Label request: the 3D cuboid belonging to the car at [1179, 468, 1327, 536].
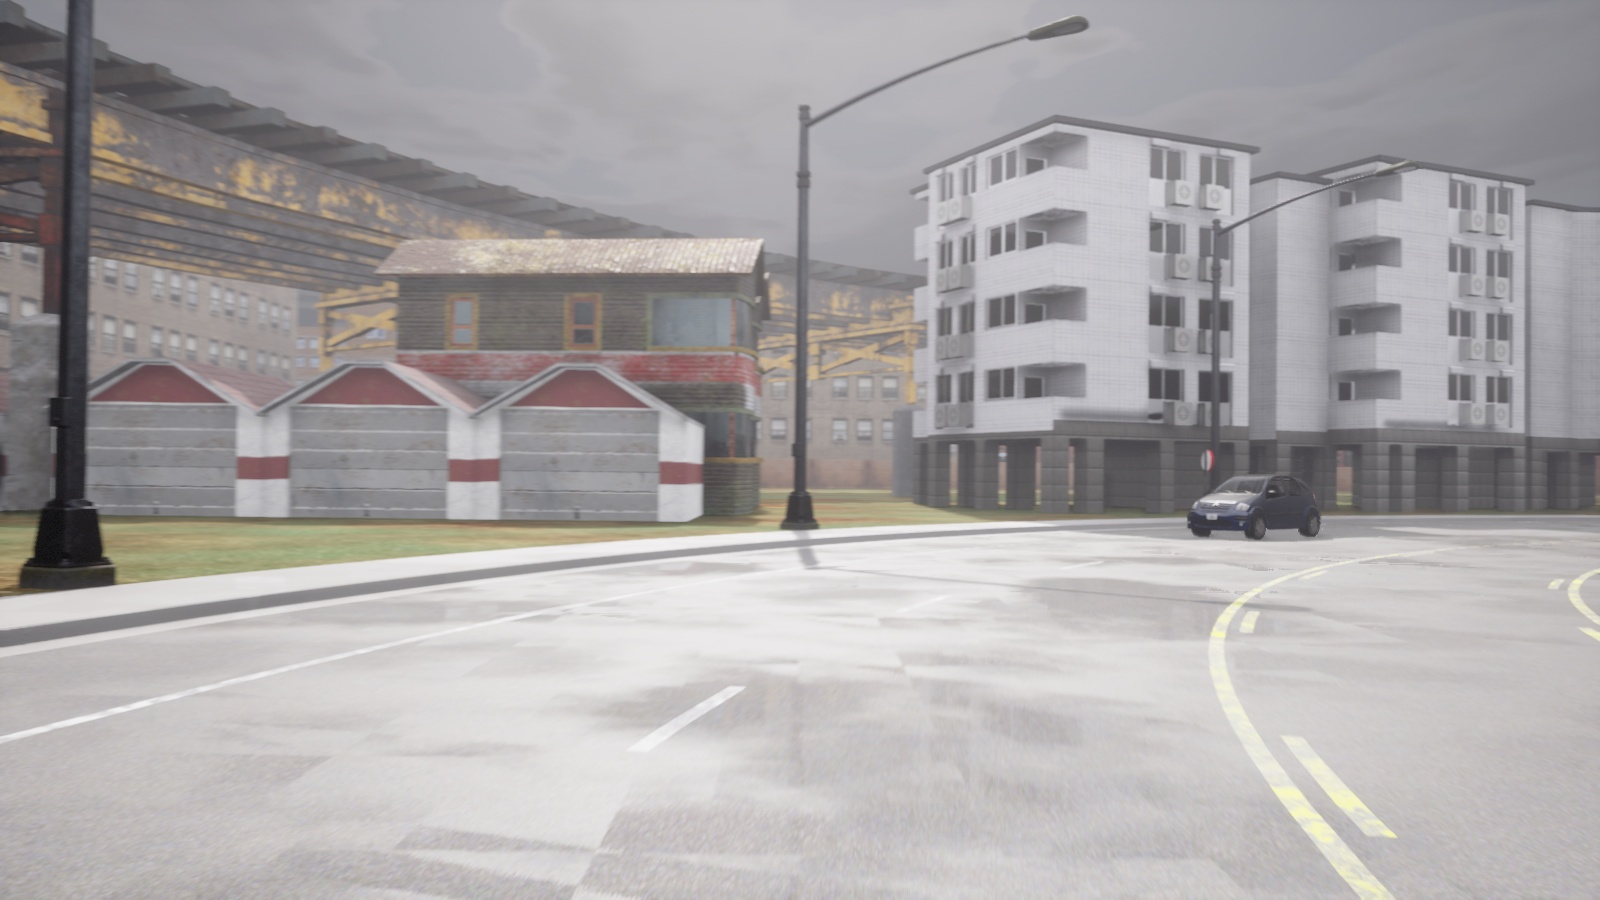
[{"bbox_3d":[11.614,1.287,32.097,3.988,1.617,1.851,1,-1,-41],"label":"car"}]
